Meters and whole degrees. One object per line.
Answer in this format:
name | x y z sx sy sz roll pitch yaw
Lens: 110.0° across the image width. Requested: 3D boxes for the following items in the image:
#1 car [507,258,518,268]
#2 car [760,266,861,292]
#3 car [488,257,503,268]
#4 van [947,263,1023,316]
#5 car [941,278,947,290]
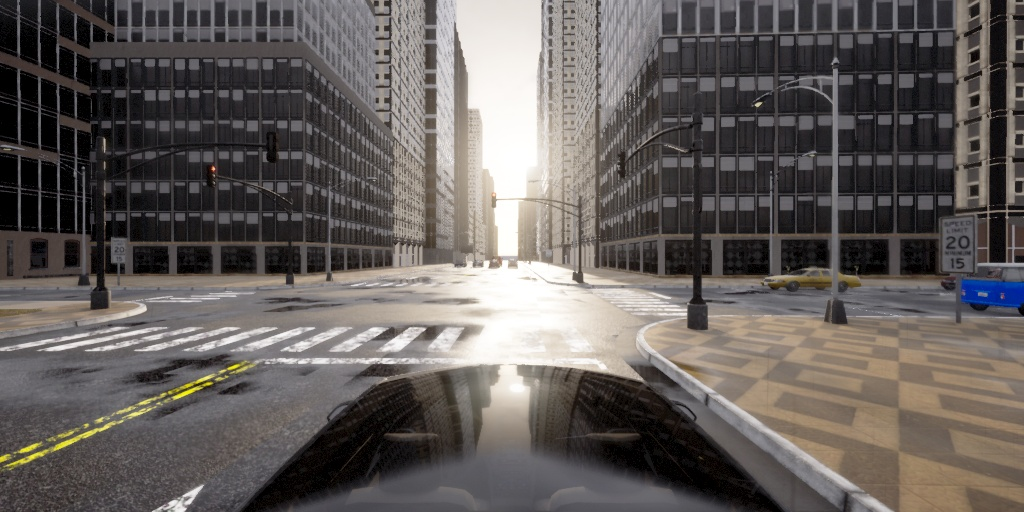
car | 0.146 1.407 63.323 2.033 1.411 5.357 0 0 0
car | 17.131 1.293 20.699 4.829 1.417 1.751 0 0 2
car | -3.104 1.385 63.331 1.812 1.442 4.674 0 0 0
van | 18.382 1.119 12.524 3.998 1.789 1.690 0 0 2
car | 26.964 1.356 20.190 4.207 1.307 1.802 0 0 2
